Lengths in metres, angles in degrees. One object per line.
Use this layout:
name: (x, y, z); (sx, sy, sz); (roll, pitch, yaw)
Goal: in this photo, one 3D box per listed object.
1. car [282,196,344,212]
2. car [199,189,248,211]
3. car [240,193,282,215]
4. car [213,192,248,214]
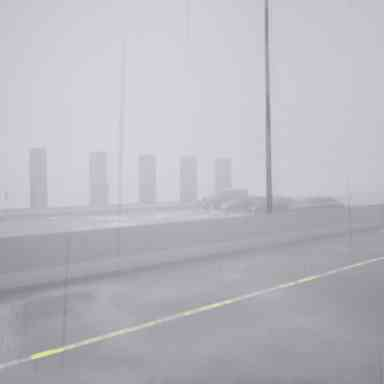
car: (8.804, 1.044, 23.383); (4.892, 1.490, 1.837); (-1, 1, -37)
car: (3.325, 0.743, 32.395); (5.566, 2.045, 2.150); (-1, 1, -37)
car: (6.490, 1.038, 26.023); (4.902, 1.511, 2.128); (-1, 1, -37)
car: (4.605, 1.034, 28.983); (4.902, 1.511, 2.128); (-1, 1, -37)
